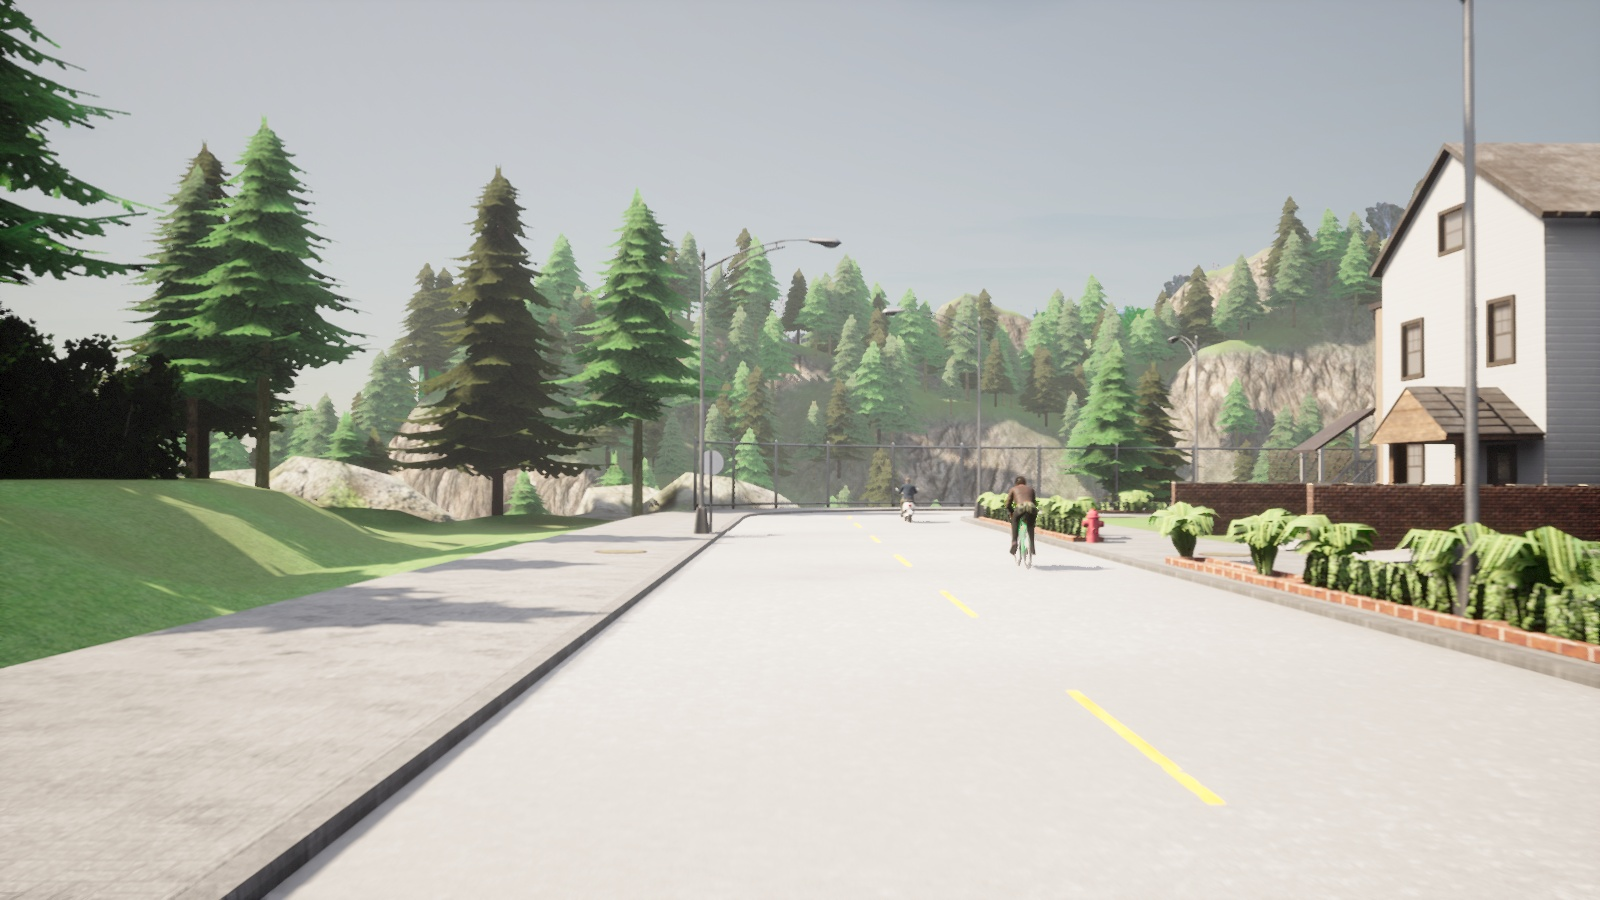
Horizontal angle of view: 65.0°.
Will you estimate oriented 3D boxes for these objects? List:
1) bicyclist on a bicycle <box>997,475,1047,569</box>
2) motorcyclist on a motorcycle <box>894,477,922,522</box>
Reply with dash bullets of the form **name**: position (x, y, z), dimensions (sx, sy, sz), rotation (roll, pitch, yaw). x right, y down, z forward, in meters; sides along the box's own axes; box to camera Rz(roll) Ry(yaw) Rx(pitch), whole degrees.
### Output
- **bicyclist on a bicycle**: position (3.943, 1.256, 22.359), dimensions (0.582, 1.620, 1.656), rotation (0, -2, 0)
- **motorcyclist on a motorcycle**: position (3.885, 1.765, 45.276), dimensions (0.866, 1.590, 1.817), rotation (0, -1, 0)
